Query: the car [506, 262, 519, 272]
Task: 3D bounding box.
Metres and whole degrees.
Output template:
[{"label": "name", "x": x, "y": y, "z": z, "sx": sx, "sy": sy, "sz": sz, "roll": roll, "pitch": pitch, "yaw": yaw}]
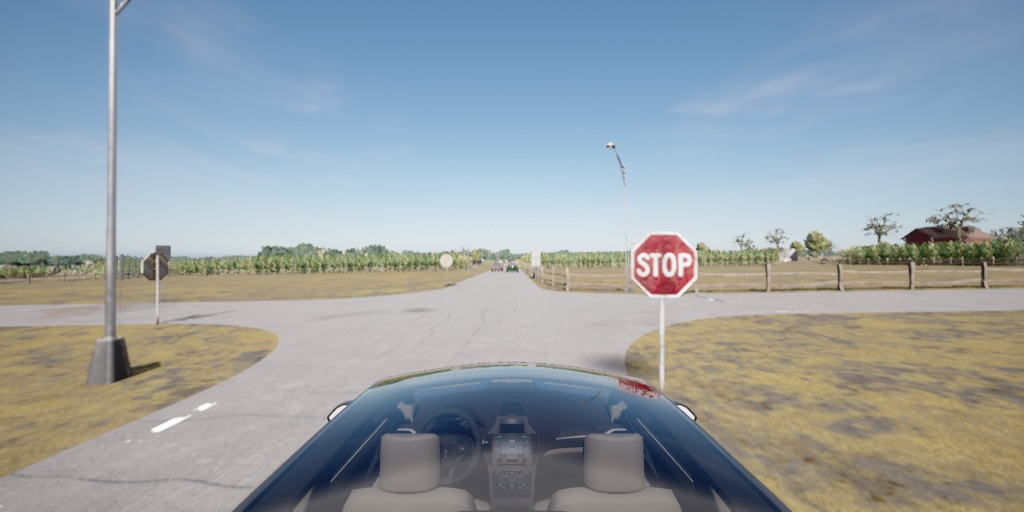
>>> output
[{"label": "car", "x": 0.082, "y": 1.873, "z": 61.130, "sx": 2.097, "sy": 1.767, "sz": 4.553, "roll": 0, "pitch": -1, "yaw": 0}]
